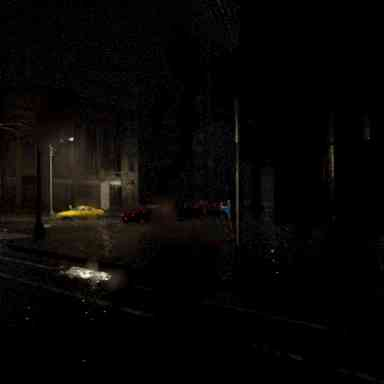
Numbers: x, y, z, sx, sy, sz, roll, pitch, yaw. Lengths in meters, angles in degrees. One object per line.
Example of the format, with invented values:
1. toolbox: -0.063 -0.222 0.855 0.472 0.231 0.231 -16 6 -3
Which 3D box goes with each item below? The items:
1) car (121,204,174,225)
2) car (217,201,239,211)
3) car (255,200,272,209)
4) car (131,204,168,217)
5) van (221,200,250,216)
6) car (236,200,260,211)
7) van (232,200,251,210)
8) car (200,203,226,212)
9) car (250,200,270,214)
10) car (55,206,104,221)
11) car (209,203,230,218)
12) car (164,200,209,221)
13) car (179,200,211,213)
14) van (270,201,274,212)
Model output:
1. car: -3.878 1.980 27.764 1.887 1.381 4.507 -2 -2 36
2. car: 6.228 2.367 56.585 1.967 1.590 4.097 -2 -2 36
3. car: 14.852 2.564 68.657 1.967 1.590 4.097 -2 -2 36
4. car: -5.131 2.213 40.680 2.008 1.369 4.403 -2 -2 36
5. van: 5.005 1.985 40.178 1.690 1.788 3.998 -2 -2 36
6. car: 9.542 2.273 56.454 2.097 1.767 4.553 -1 -1 36
7. van: 9.067 2.333 60.563 1.690 1.788 3.998 -2 -2 36
8. car: 3.389 2.406 52.607 1.887 1.381 4.507 -2 -2 36
9. car: 7.966 2.027 44.314 2.192 1.841 5.009 -2 -2 36
10. car: -10.910 2.052 32.591 1.752 1.417 4.829 -2 -2 36
11. car: 2.046 2.156 36.036 1.802 1.307 4.206 -2 -2 36
12. car: -0.919 1.820 31.906 2.192 1.841 5.009 -2 -2 36
13. car: 0.547 2.110 48.637 2.192 1.841 5.009 -2 -2 36
14. van: 13.890 2.190 52.585 1.690 1.788 3.998 -2 -2 36
